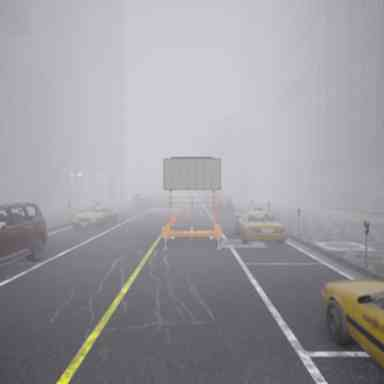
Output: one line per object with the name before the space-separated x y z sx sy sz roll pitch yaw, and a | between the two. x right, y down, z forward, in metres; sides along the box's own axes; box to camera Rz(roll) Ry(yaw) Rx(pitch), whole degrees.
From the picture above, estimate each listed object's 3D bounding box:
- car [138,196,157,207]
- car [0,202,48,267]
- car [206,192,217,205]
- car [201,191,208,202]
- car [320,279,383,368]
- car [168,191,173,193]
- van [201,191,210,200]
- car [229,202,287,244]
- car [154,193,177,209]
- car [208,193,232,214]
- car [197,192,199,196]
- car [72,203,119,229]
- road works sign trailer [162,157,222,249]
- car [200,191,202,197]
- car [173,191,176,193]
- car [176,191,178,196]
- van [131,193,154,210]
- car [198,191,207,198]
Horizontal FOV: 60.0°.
car | -5.651 1.172 42.737 1.947 1.339 4.313 0 0 0
car | -5.663 1.231 8.905 2.192 1.841 5.009 0 1 0
car | 2.872 1.092 37.079 1.967 1.590 4.097 0 0 0
car | 2.876 0.878 48.358 2.192 1.841 5.009 0 0 0
car | 2.861 1.492 3.414 1.752 1.417 4.829 0 1 0
car | -5.641 0.980 70.932 1.802 1.307 4.206 0 0 0
van | 2.884 0.739 70.915 1.690 1.788 3.998 0 0 0
car | 2.872 1.384 14.726 1.752 1.417 4.829 0 1 1
car | -3.079 1.158 39.465 1.812 1.442 4.674 0 0 0
car | 2.870 1.141 31.441 1.967 1.590 4.097 0 0 0
car | 2.887 0.903 82.196 1.802 1.307 4.206 0 0 0
car | -5.660 1.335 19.975 1.752 1.417 4.829 0 1 1
road works sign trailer | 0.005 0.332 13.827 2.380 3.560 2.880 0 1 0
car | 2.878 0.836 53.996 2.192 1.841 5.009 0 0 0
car | -5.638 0.848 82.039 1.752 1.417 4.829 0 0 0
car | -5.637 0.605 87.845 2.192 1.841 5.009 0 0 0
van | -5.652 0.994 37.097 1.690 1.788 3.998 0 1 0
car | 2.891 0.575 93.472 2.192 1.841 5.009 0 0 0
